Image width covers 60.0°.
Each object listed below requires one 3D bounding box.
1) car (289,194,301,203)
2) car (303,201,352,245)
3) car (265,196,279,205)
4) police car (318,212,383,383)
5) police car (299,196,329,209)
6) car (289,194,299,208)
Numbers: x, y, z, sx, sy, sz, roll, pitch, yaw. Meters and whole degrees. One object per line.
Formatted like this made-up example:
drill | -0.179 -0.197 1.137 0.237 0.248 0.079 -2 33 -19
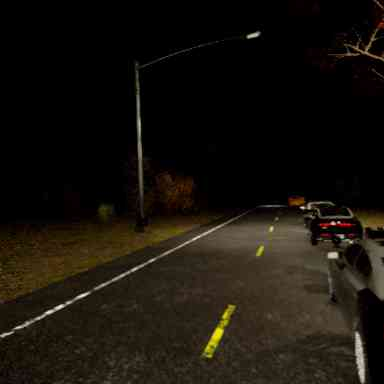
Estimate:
car | 18.249 1.114 58.916 1.837 1.490 4.892 -2 0 17
car | 6.014 1.353 14.408 1.837 1.490 4.892 -2 0 17
car | 12.801 1.342 52.910 2.033 1.411 5.357 -2 0 17
police car | 3.187 1.329 4.936 1.930 1.638 5.238 -2 0 17
police car | 7.763 1.237 20.261 1.930 1.638 5.238 -2 0 17
car | 13.216 1.196 41.994 1.882 1.535 5.008 -2 0 17
